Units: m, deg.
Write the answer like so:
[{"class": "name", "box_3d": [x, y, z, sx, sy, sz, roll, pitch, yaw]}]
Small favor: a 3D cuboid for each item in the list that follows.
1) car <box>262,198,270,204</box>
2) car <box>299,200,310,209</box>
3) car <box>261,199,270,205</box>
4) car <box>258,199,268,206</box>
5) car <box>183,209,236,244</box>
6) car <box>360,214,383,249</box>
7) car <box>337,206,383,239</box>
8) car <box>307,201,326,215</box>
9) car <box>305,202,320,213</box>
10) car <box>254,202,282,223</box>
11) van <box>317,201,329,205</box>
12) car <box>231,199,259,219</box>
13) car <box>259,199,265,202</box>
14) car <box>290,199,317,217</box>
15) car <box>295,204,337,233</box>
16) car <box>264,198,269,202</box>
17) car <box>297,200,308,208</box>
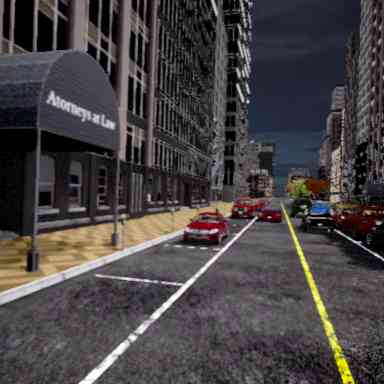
[{"class": "car", "box_3d": [20.408, 2.447, 91.428, 1.967, 1.590, 4.097, 2, 0, 15]}, {"class": "car", "box_3d": [22.920, 2.456, 67.873, 1.967, 1.590, 4.097, 2, 0, 15]}, {"class": "car", "box_3d": [19.006, 2.486, 86.068, 1.887, 1.381, 4.507, 2, 0, 15]}, {"class": "car", "box_3d": [16.210, 2.360, 75.349, 2.008, 1.369, 4.403, 2, 0, 15]}, {"class": "car", "box_3d": [0.831, 1.667, 16.394, 1.802, 1.307, 4.206, 2, 0, 15]}, {"class": "car", "box_3d": [8.936, 1.923, 14.277, 1.947, 1.339, 4.313, 2, 0, 15]}, {"class": "car", "box_3d": [10.343, 1.738, 19.637, 2.192, 1.841, 5.009, 2, 0, 15]}, {"class": "car", "box_3d": [17.328, 2.193, 46.435, 1.967, 1.590, 4.097, 2, 0, 15]}, {"class": "car", "box_3d": [18.766, 2.346, 51.958, 1.752, 1.417, 4.829, 2, 0, 15]}, {"class": "car", "box_3d": [6.883, 1.900, 29.250, 1.994, 1.385, 4.181, 2, 0, 15]}, {"class": "van", "box_3d": [15.934, 2.028, 41.075, 1.690, 1.788, 3.998, 2, 0, 15]}, {"class": "car", "box_3d": [5.035, 1.598, 32.473, 2.192, 1.841, 5.009, 2, 0, 15]}, {"class": "car", "box_3d": [9.220, 2.025, 48.552, 1.887, 1.381, 4.507, 2, 0, 15]}, {"class": "car", "box_3d": [12.380, 1.778, 37.708, 2.150, 2.045, 5.566, 2, 0, 15]}, {"class": "car", "box_3d": [8.484, 1.860, 22.794, 2.128, 1.511, 4.902, 2, 0, 14]}, {"class": "car", "box_3d": [13.414, 2.223, 64.630, 1.887, 1.381, 4.507, 2, 0, 15]}, {"class": "car", "box_3d": [24.357, 2.609, 73.396, 1.752, 1.417, 4.829, 2, 0, 15]}]
